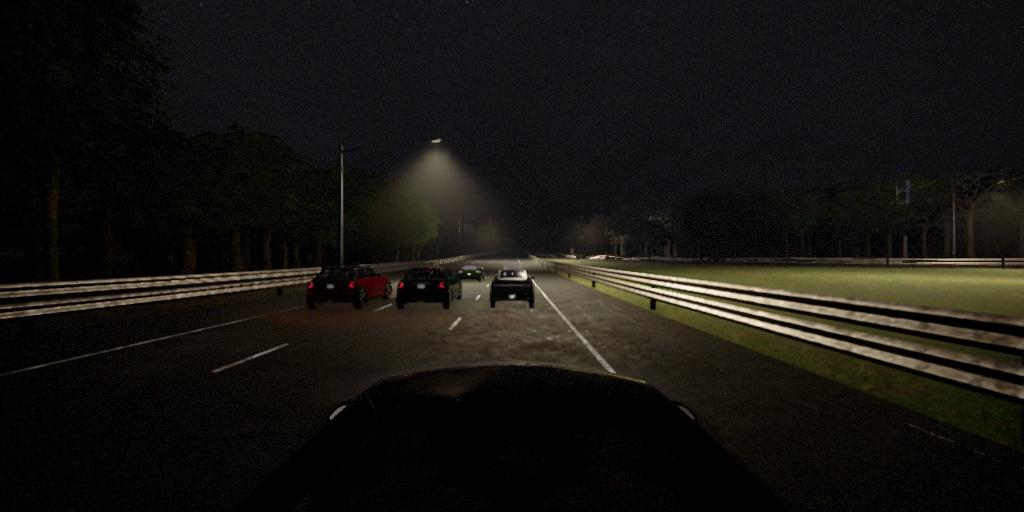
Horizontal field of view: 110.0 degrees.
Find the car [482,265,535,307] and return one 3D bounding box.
[{"bbox_3d":[0.015,1.351,16.137,2.128,1.511,4.902,0,0,0],"label":"car"}]

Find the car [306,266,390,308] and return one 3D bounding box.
[{"bbox_3d":[-6.987,1.207,15.912,2.097,1.767,4.553,0,0,0],"label":"car"}]

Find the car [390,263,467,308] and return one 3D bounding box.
[{"bbox_3d":[-3.488,1.207,15.916,2.097,1.767,4.553,0,0,0],"label":"car"}]

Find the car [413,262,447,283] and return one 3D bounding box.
[{"bbox_3d":[-6.975,1.368,31.146,1.837,1.490,4.892,0,1,0],"label":"car"}]

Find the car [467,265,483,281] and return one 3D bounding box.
[{"bbox_3d":[-3.476,1.425,31.133,1.994,1.385,4.181,0,0,0],"label":"car"}]
